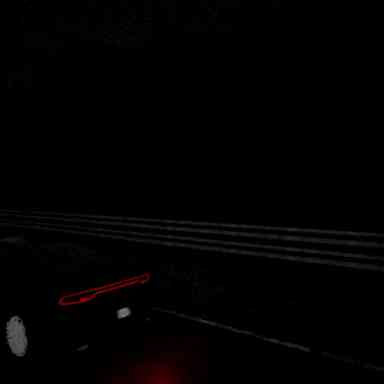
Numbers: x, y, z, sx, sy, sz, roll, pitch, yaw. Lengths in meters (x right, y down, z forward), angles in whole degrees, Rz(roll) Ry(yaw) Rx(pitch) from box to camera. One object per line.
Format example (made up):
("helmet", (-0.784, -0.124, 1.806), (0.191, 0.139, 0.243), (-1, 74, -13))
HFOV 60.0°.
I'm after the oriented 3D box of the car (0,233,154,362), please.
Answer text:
("car", (-2.924, 1.500, 6.019), (5.008, 1.535, 1.882), (0, 0, 36))
